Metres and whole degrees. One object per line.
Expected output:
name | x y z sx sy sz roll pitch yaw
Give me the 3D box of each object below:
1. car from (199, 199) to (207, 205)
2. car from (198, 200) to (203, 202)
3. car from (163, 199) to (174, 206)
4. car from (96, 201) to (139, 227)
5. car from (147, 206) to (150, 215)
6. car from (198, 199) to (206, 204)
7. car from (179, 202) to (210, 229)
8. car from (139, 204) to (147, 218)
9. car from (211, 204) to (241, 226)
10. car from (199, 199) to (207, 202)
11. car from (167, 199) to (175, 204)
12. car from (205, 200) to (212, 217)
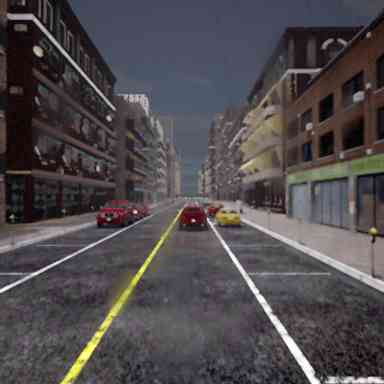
car | 2.647 2.395 81.822 1.752 1.417 4.829 0 -1 0
car | 0.078 2.045 41.423 1.895 1.301 4.718 0 -1 0
car | -5.731 2.362 76.015 2.008 1.369 4.403 0 -1 0
car | -5.701 1.589 25.295 2.192 1.841 5.009 0 -1 0
car | -5.709 1.939 36.565 1.887 1.381 4.507 0 -1 0
car | 2.644 2.493 87.287 1.947 1.339 4.313 0 -1 0
car | 0.087 1.736 23.957 1.882 1.535 5.008 0 -1 0
car | -5.706 1.774 30.929 1.967 1.590 4.097 0 -1 0
car | 2.678 1.799 25.463 1.752 1.417 4.829 0 -1 0
car | 2.660 2.182 59.108 2.008 1.369 4.403 0 -1 0
car | -5.740 2.533 92.923 1.887 1.381 4.507 0 -1 0
car | 2.672 1.937 36.565 1.887 1.381 4.507 0 -1 0
